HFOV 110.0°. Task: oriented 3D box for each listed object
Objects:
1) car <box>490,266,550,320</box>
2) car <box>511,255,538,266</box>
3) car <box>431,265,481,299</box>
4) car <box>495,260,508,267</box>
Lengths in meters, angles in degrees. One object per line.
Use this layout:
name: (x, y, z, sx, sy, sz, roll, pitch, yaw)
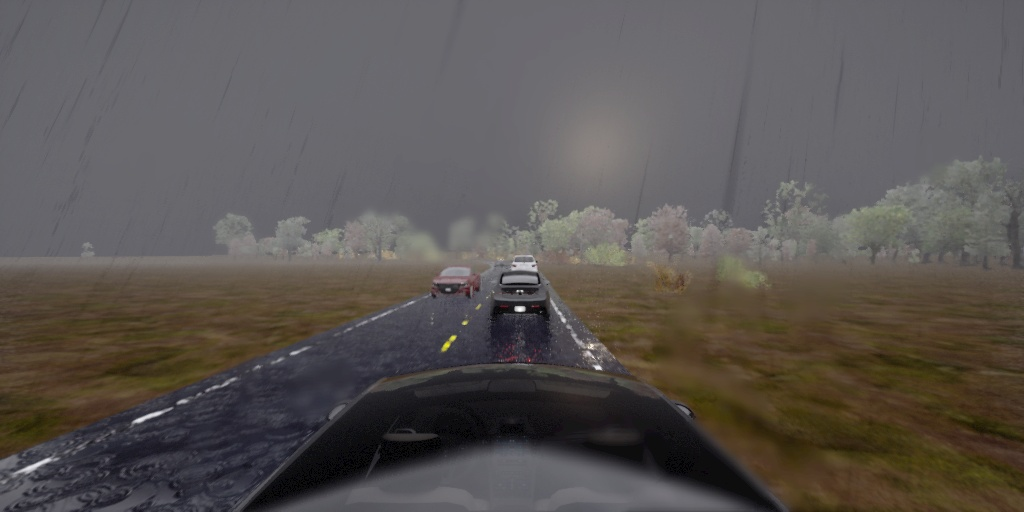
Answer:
car: (0.290, 1.251, 12.580, 1.837, 1.490, 4.892, 0, 0, 1)
car: (1.092, 0.960, 31.745, 2.150, 2.045, 5.566, 0, 0, 3)
car: (-2.731, 1.218, 18.390, 1.882, 1.535, 5.008, 0, 0, 2)
car: (-1.787, 1.285, 60.471, 1.994, 1.385, 4.181, 0, 0, -1)
